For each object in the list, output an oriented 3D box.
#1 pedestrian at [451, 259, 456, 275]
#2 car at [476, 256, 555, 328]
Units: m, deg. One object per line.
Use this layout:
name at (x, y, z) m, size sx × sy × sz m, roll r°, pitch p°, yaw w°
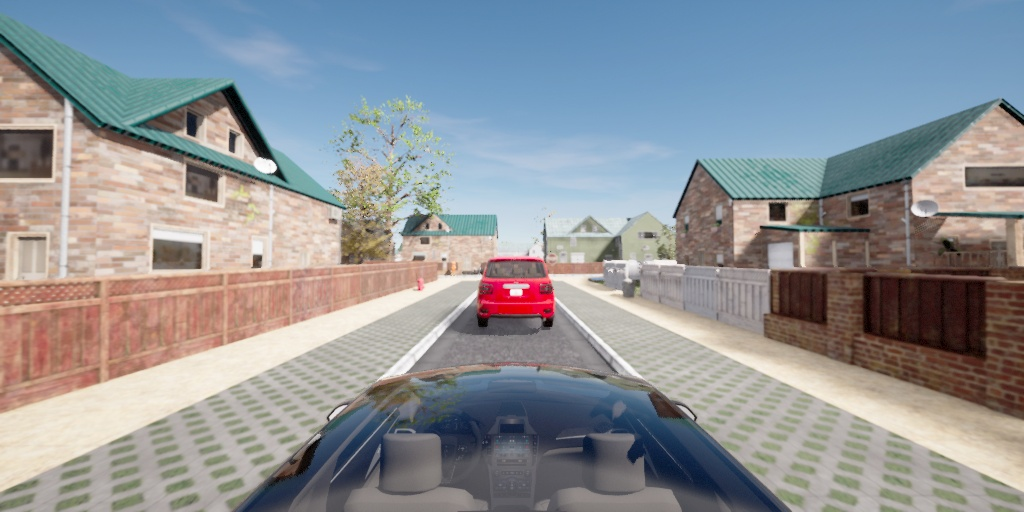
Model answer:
pedestrian at (-6.695, 1.300, 41.009) m, size 0.375 × 1.860 × 0.375 m, roll 0°, pitch -1°, yaw 1°
car at (0.097, 1.022, 11.739) m, size 2.150 × 2.045 × 5.566 m, roll 0°, pitch 0°, yaw 0°
